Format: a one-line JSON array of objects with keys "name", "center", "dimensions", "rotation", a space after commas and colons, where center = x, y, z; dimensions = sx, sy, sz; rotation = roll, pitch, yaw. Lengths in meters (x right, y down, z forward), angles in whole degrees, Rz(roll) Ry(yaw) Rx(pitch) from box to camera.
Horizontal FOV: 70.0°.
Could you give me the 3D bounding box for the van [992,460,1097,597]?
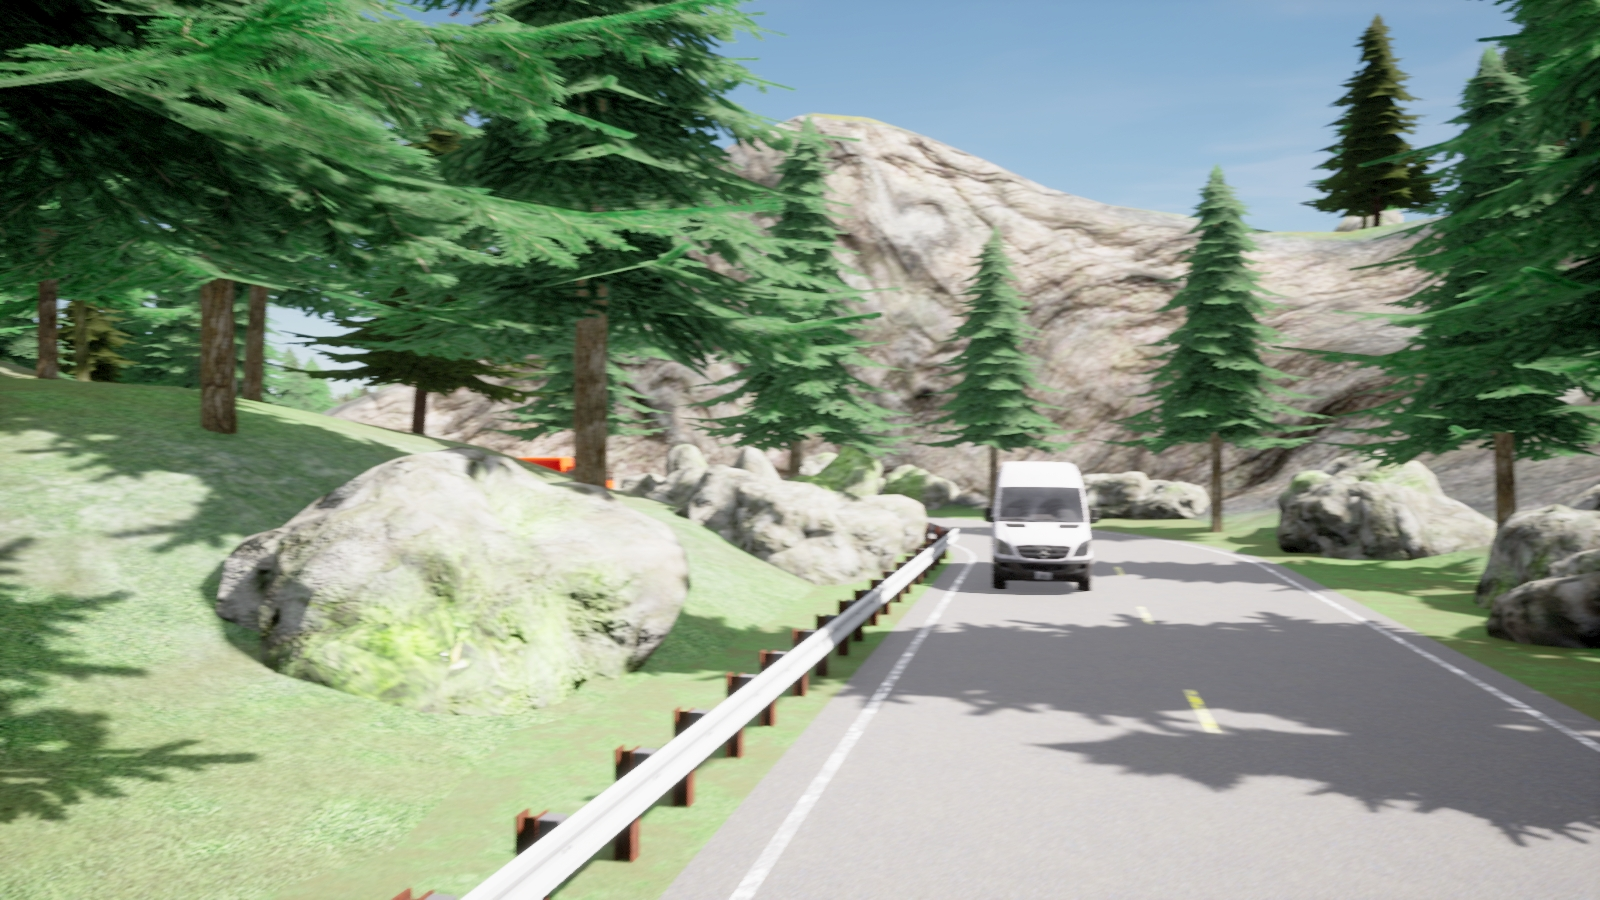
[{"name": "van", "center": [5.222, 1.542, 24.998], "dimensions": [1.988, 2.561, 5.915], "rotation": [0, 0, 10]}]
